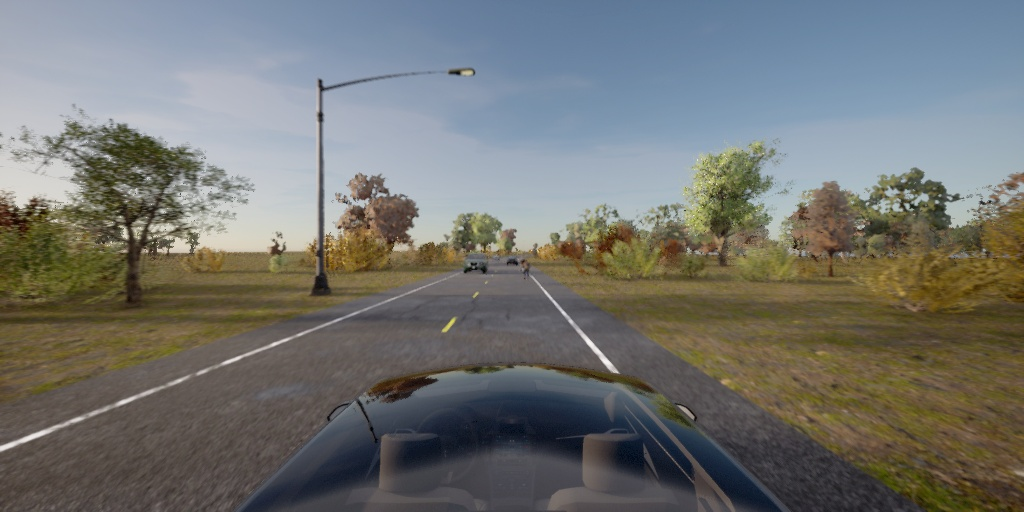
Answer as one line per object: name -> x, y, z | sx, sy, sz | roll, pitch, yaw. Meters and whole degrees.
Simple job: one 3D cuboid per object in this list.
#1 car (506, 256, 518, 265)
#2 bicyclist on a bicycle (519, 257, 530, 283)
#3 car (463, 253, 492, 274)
car -> 0.027, 0.777, 60.452 | 1.837, 1.490, 4.892 | 0, 0, 0
bicyclist on a bicycle -> 0.954, 1.042, 23.480 | 0.582, 1.620, 1.656 | 0, 0, 0
car -> -3.579, 0.708, 36.361 | 2.150, 2.045, 5.566 | 0, 0, 1
